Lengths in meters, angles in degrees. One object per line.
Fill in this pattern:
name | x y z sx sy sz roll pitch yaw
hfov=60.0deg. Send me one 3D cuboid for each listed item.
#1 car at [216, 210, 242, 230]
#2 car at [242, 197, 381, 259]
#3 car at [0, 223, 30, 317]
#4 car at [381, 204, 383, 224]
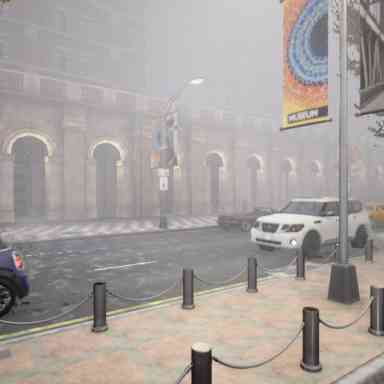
car | 3.782 1.593 20.477 4.718 1.301 1.895 0 0 -36
car | 4.827 1.223 13.027 5.566 2.045 2.150 0 0 -36
car | -5.368 1.353 5.663 4.553 1.767 2.097 0 0 -36
car | 11.970 1.475 22.438 5.008 1.535 1.882 0 0 -35
